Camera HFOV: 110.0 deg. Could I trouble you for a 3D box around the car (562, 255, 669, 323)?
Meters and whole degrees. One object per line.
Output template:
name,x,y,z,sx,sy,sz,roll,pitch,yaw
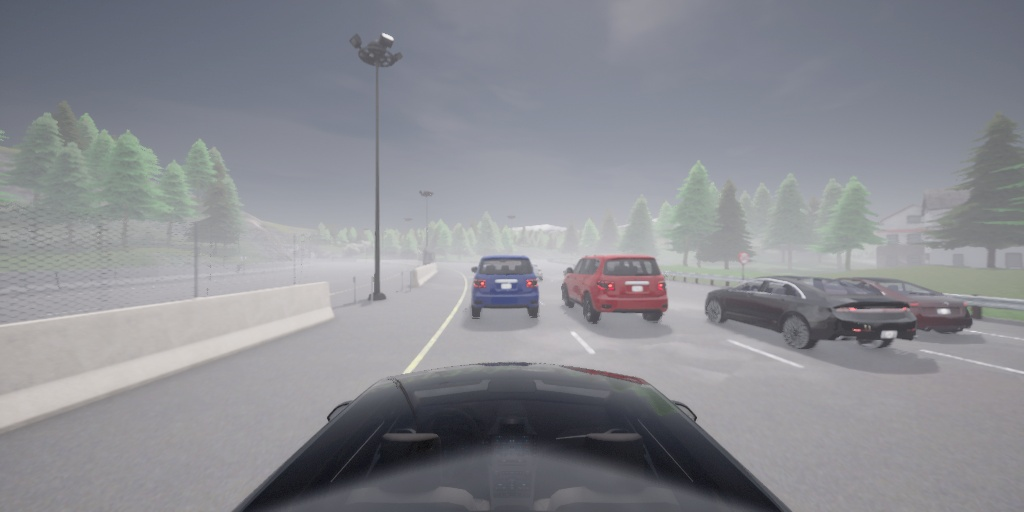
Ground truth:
car,3.239,0.978,12.340,2.150,2.045,5.566,0,0,-3

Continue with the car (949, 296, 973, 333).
car,10.299,1.305,10.617,1.994,1.385,4.181,0,0,-2

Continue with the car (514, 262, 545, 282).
car,1.393,1.309,30.694,1.812,1.442,4.674,0,0,-8

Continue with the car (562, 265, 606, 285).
car,5.384,1.372,27.408,1.895,1.301,4.718,0,0,-7

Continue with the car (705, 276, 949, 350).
car,6.866,1.237,9.034,2.128,1.511,4.902,0,0,-2

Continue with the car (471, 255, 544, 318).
car,-0.323,0.986,13.223,2.150,2.045,5.566,0,0,-3
